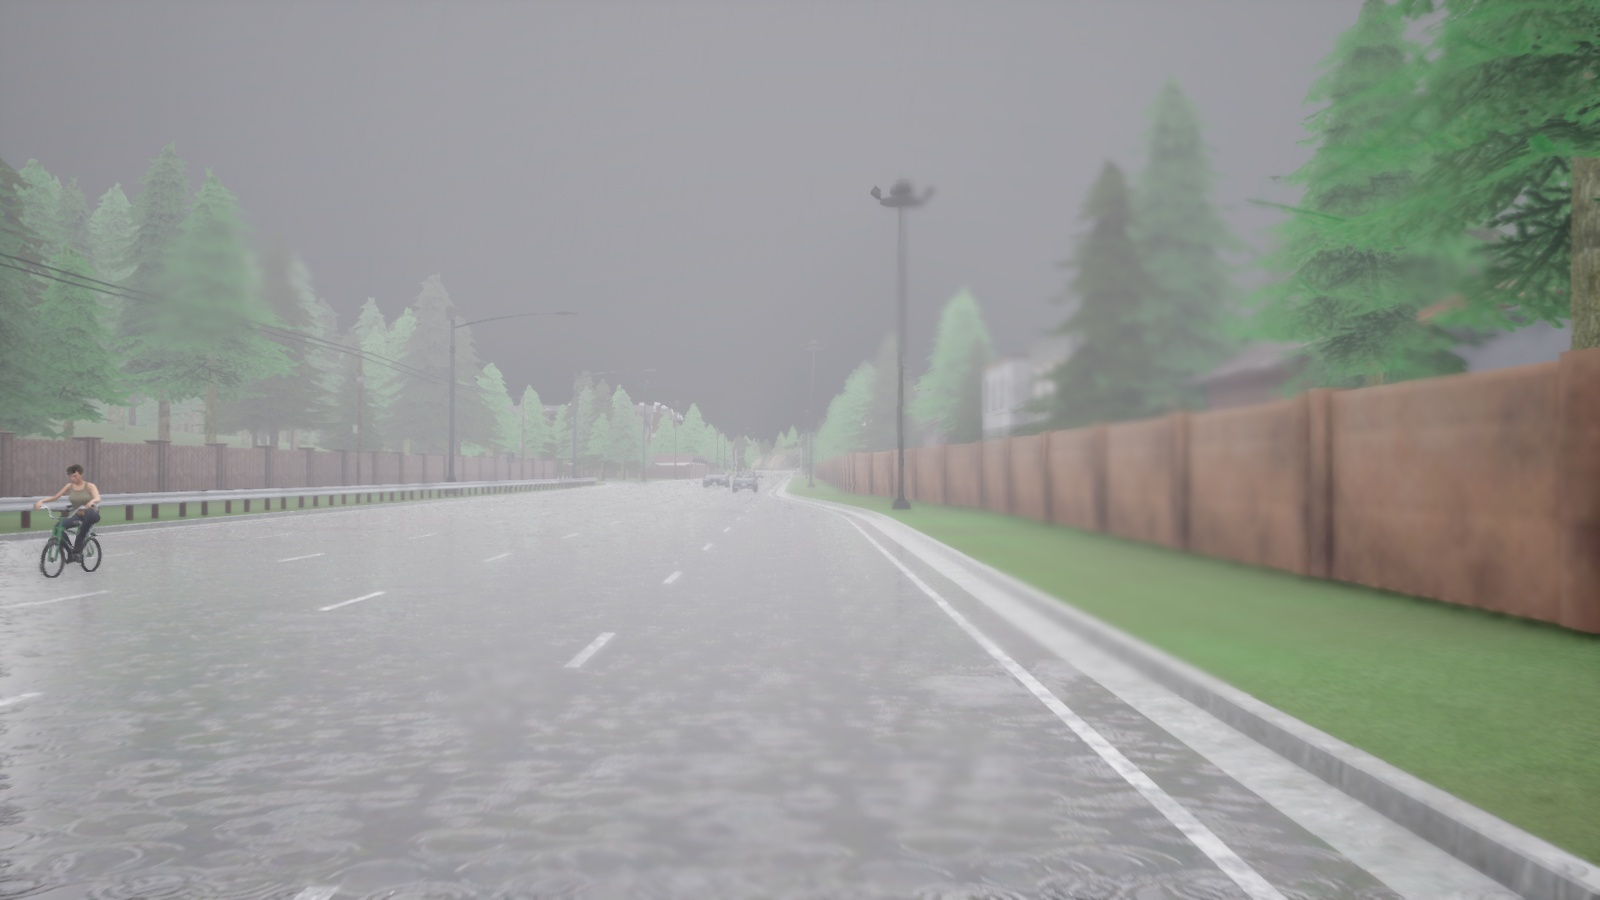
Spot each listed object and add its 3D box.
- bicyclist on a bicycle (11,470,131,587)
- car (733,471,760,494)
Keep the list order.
[{"bbox_3d":[-10.551,1.102,18.239,0.866,1.612,1.509,0,0,0],"label":"bicyclist on a bicycle"},{"bbox_3d":[-3.759,2.302,88.413,1.789,1.549,3.705,0,-1,0],"label":"car"}]
